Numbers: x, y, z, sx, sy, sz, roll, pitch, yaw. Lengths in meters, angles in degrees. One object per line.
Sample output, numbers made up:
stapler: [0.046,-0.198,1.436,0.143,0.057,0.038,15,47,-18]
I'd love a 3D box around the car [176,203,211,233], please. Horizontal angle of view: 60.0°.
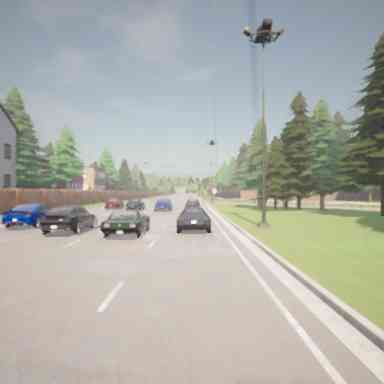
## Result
car: [0.110,1.576,19.886,1.994,1.385,4.181,0,0,0]

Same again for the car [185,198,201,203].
car: [0.106,1.520,42.500,2.128,1.511,4.902,0,0,0]

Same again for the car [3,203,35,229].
car: [-10.389,1.493,21.955,1.882,1.535,5.008,0,0,0]

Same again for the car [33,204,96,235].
car: [-6.892,1.517,19.029,1.837,1.490,4.892,0,0,0]

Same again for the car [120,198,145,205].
car: [-6.901,1.519,40.893,2.128,1.511,4.902,0,0,0]

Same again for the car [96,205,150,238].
car: [-3.391,1.613,17.873,1.895,1.301,4.718,0,0,0]

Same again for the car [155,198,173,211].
car: [-3.401,1.505,40.771,1.882,1.535,5.008,0,0,0]

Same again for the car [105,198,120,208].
car: [-10.380,1.556,44.942,1.812,1.442,4.674,0,0,0]
